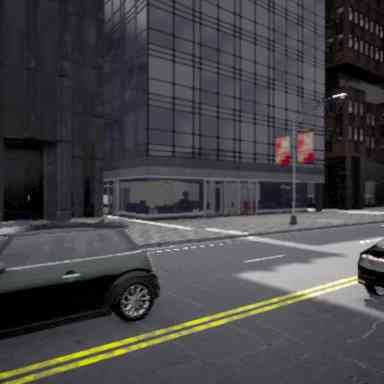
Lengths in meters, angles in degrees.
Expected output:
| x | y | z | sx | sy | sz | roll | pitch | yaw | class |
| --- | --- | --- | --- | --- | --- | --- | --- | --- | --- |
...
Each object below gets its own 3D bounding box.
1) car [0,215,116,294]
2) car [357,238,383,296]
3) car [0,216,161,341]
| x | y | z | sx | sy | sz | roll | pitch | yaw | class |
| --- | --- | --- | --- | --- | --- | --- | --- | --- | --- |
| -4.657 | 1.494 | 8.348 | 4.902 | 1.511 | 2.128 | 0 | 0 | -35 | car |
| 5.656 | 1.509 | 7.474 | 4.902 | 1.511 | 2.128 | 0 | 0 | -35 | car |
| -2.876 | 1.354 | 5.626 | 4.553 | 1.767 | 2.097 | 0 | 0 | -36 | car |
